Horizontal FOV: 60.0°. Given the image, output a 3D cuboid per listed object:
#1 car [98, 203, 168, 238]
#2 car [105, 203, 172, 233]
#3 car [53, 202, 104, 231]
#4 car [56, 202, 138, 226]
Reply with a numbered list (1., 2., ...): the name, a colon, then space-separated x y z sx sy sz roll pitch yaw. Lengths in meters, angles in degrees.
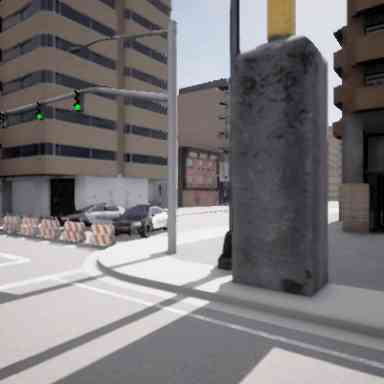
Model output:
1. car: -2.684 1.439 17.819 2.038 1.542 4.974 0 0 16
2. car: -2.670 1.281 17.868 1.853 1.218 4.536 0 0 16
3. car: -5.872 1.434 20.509 4.974 1.542 2.038 0 0 -29
4. car: -5.827 1.276 20.535 4.536 1.218 1.853 0 0 -29
